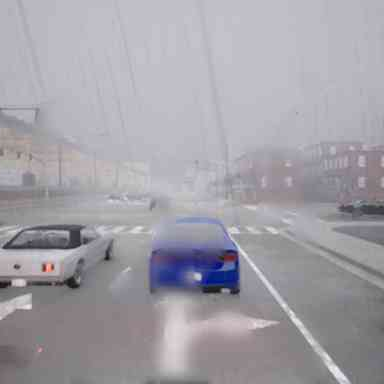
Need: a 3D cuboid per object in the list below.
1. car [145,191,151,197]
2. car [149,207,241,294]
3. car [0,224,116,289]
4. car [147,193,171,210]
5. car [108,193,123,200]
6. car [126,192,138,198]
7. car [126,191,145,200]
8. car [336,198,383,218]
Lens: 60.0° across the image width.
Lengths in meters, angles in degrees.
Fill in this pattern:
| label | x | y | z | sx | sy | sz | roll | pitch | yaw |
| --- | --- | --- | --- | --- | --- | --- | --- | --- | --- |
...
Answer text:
| label | x | y | z | sx | sy | sz | roll | pitch | yaw |
| --- | --- | --- | --- | --- | --- | --- | --- | --- | --- |
| car | -10.417 | 0.572 | 77.404 | 1.837 | 1.490 | 4.892 | 0 | 1 | 0 |
| car | 0.075 | 1.374 | 8.565 | 1.882 | 1.535 | 5.008 | 0 | 1 | 1 |
| car | -3.420 | 1.493 | 8.834 | 1.895 | 1.301 | 4.718 | 0 | 1 | 0 |
| car | -3.364 | 1.075 | 35.785 | 1.837 | 1.490 | 4.892 | 0 | 1 | 0 |
| car | -13.975 | 0.830 | 61.150 | 1.994 | 1.385 | 4.181 | 0 | 1 | 1 |
| car | -13.918 | 0.675 | 76.777 | 1.895 | 1.301 | 4.718 | 0 | 1 | 0 |
| car | -10.478 | 0.618 | 61.189 | 2.097 | 1.767 | 4.553 | 0 | 1 | 1 |
| car | 13.664 | 1.186 | 25.428 | 4.902 | 1.511 | 2.128 | 0 | 1 | 1 |
